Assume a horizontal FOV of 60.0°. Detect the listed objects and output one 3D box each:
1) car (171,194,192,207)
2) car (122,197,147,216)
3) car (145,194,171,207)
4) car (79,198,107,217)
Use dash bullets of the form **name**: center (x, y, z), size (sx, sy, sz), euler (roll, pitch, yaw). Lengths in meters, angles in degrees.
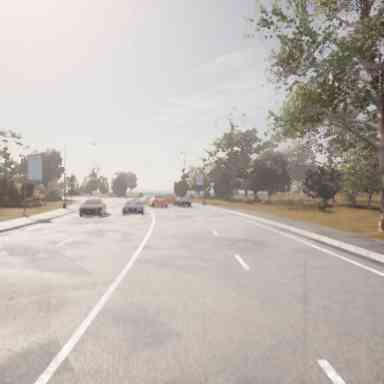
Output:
- **car**: center (-1.472, 1.410, 47.513), size (1.895, 1.301, 4.718), euler (0, 0, -15)
- **car**: center (-5.489, 1.441, 31.381), size (1.994, 1.385, 4.181), euler (0, 0, -8)
- **car**: center (-4.798, 1.163, 46.373), size (2.097, 1.767, 4.553), euler (0, 0, -15)
- **car**: center (-8.832, 1.360, 29.933), size (1.882, 1.535, 5.008), euler (0, 0, -7)
